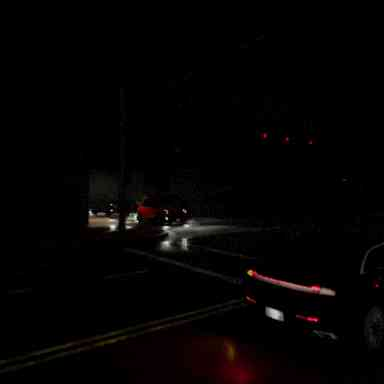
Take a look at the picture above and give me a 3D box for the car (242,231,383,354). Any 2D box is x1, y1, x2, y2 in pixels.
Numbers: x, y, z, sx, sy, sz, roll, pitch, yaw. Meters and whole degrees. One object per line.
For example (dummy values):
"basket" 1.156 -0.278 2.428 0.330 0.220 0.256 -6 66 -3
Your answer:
"car" 3.052 1.495 6.173 4.902 1.511 2.128 0 0 -39

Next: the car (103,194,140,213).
"car" -8.311 1.235 38.819 2.150 2.045 5.566 0 0 -36

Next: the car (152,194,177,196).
"car" -2.193 1.233 30.475 2.150 2.045 5.566 0 0 -36

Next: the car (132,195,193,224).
"car" -2.269 1.361 24.656 2.097 1.767 4.553 0 0 -36

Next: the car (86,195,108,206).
"car" -15.755 1.371 55.223 2.097 1.767 4.553 0 0 -36

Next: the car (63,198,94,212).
"car" -13.892 1.505 40.517 2.128 1.511 4.902 0 0 -36

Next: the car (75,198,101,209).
"car" -15.180 1.564 48.216 2.033 1.411 5.357 0 0 -36

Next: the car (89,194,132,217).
"car" -7.942 1.233 32.391 2.150 2.045 5.566 0 0 -36
